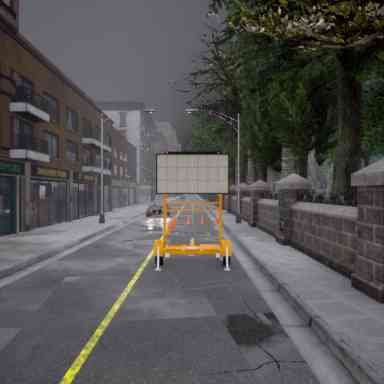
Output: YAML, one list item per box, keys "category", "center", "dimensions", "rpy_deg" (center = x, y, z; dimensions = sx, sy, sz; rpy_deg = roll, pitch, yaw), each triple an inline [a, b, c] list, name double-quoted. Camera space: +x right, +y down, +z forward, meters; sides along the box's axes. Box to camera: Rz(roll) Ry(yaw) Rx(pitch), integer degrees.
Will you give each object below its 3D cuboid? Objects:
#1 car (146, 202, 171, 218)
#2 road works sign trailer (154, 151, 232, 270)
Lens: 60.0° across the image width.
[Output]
- category: "car"
  center: [-3.038, 1.592, 30.629]
  dimensions: [1.994, 1.385, 4.181]
  rpy_deg: [0, 0, 0]
- category: "road works sign trailer"
  center: [0.022, 0.471, 10.984]
  dimensions: [2.380, 3.560, 2.880]
  rpy_deg: [0, 0, 0]
